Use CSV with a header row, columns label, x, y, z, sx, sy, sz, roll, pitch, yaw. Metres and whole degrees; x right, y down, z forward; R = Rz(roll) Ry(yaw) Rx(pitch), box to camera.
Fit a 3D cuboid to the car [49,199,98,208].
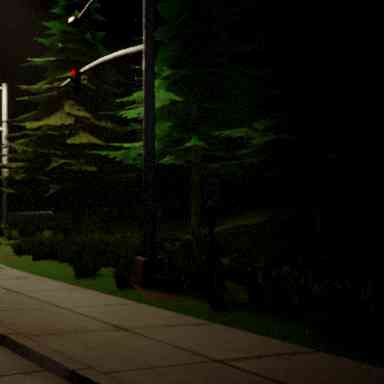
label,x,y,z,sx,sy,sz,roll,pitch,yaw
car,-13.114,1.515,36.224,2.128,1.511,4.902,0,0,28
